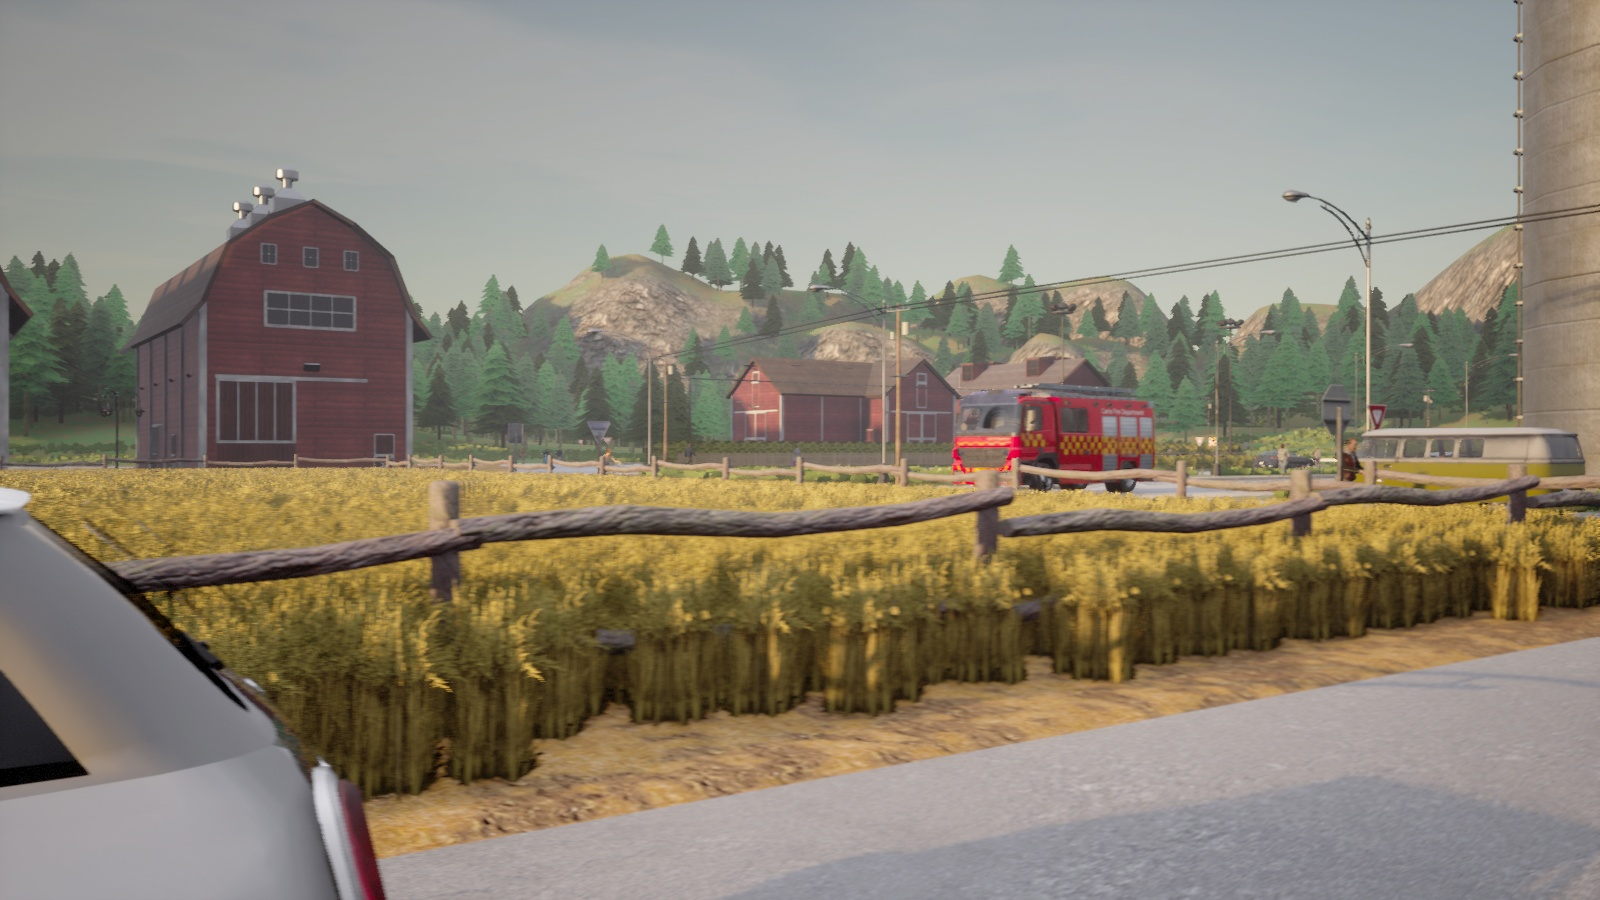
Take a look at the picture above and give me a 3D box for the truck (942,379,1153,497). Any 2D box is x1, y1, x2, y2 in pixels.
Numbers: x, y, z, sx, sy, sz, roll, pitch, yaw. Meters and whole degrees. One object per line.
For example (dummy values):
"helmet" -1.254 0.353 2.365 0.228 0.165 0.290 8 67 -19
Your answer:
"truck" 8.914 -0.392 44.445 8.468 3.827 2.891 0 0 -43

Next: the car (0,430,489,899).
"car" -2.542 0.718 1.403 3.806 1.475 1.970 0 0 -35

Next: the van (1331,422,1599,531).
"van" 13.232 0.485 25.257 1.775 1.987 4.442 0 0 -34

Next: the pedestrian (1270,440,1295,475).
"pedestrian" 26.070 0.390 67.833 0.900 1.855 0.874 0 0 -37

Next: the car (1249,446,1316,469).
"car" 35.227 0.507 91.676 5.027 1.651 2.152 0 0 -35
